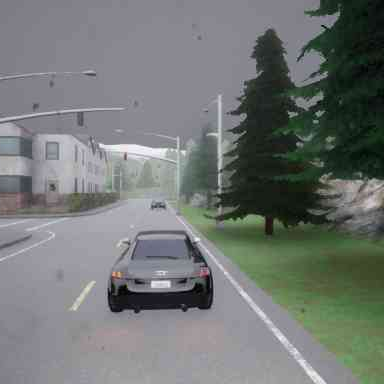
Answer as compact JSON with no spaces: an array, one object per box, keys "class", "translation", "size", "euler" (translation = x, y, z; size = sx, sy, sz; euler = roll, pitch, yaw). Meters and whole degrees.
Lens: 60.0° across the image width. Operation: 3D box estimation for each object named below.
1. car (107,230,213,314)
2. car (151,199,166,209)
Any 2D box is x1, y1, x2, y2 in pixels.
[{"class":"car","translation":[-0.697,1.564,7.750],"size":[1.994,1.385,4.181],"euler":[0,0,-5]},{"class":"car","translation":[-4.450,1.601,43.926],"size":[1.895,1.301,4.718],"euler":[0,0,-6]}]
